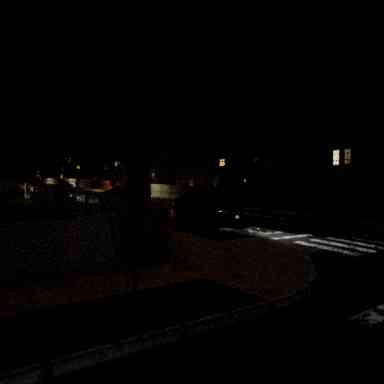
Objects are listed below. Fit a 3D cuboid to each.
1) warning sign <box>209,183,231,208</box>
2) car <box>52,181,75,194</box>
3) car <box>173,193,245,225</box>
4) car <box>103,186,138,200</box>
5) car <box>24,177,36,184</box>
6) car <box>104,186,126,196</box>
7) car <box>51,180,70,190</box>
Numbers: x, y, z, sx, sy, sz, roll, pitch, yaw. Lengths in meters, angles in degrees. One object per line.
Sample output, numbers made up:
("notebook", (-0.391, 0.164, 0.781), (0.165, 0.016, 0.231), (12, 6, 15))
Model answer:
("warning sign", (2.152, 0.254, 25.536), (1.300, 1.860, 1.060), (-3, 2, -35))
("car", (-16.428, -0.573, 42.508), (2.128, 1.511, 4.902), (0, 2, -35))
("car", (0.802, 0.839, 18.257), (2.128, 1.511, 4.902), (0, 2, -35))
("car", (-7.696, 0.076, 35.255), (1.895, 1.301, 4.718), (0, 2, -36))
("car", (-39.725, -2.884, 81.576), (2.097, 1.767, 4.553), (-3, 4, -35))
("car", (-5.449, 0.314, 27.023), (1.882, 1.535, 5.008), (0, 2, -35))
("car", (-21.897, -1.158, 55.156), (1.812, 1.442, 4.674), (0, 2, -35))
